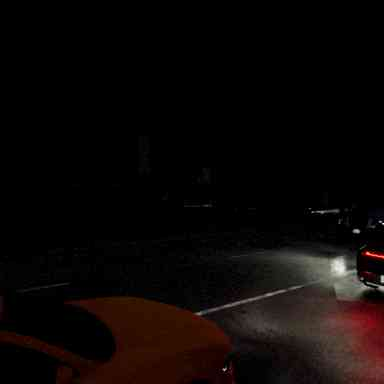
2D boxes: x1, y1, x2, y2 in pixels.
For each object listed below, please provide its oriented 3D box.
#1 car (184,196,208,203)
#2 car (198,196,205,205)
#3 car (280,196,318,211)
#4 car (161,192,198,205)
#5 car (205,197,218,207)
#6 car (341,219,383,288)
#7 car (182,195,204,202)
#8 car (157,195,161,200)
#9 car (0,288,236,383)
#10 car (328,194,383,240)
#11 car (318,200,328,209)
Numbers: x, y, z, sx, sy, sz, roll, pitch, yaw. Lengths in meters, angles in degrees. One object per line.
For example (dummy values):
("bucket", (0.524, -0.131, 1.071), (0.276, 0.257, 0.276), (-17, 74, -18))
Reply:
("car", (0.697, 1.336, 60.610), (1.895, 1.301, 4.718), (-1, 0, -39))
("car", (1.380, 1.366, 53.875), (1.895, 1.301, 4.718), (-1, 0, -39))
("car", (10.658, 1.333, 36.767), (2.033, 1.411, 5.357), (-1, 0, -39))
("car", (-2.046, 1.017, 52.546), (2.150, 2.045, 5.566), (-1, 0, -39))
("car", (4.508, 1.268, 44.401), (1.882, 1.535, 5.008), (-1, 0, -39))
("car", (5.825, 1.468, 7.922), (4.892, 1.490, 1.837), (0, 0, -36))
("car", (0.073, 1.308, 66.972), (1.895, 1.301, 4.718), (-1, 0, -39))
("car", (-6.278, 1.238, 74.749), (2.128, 1.511, 4.902), (-1, 0, -38))
("car", (-1.879, 1.478, 2.388), (5.008, 1.535, 1.882), (0, 0, -36))
("car", (8.560, 1.136, 14.472), (5.566, 2.045, 2.150), (-1, 0, -37))
("car", (13.472, 1.260, 38.854), (1.837, 1.490, 4.892), (-1, 0, -39))
